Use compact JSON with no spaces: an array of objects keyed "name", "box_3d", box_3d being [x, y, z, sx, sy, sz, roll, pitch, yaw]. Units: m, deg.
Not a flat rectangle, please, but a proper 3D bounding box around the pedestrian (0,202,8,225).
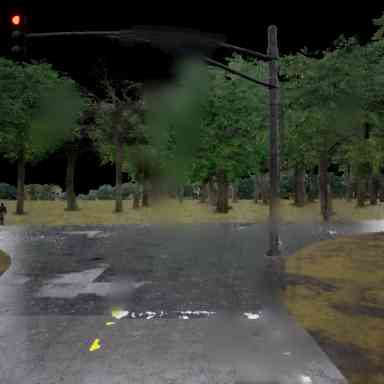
[{"name":"pedestrian","box_3d":[-15.235,1.717,26.785,0.375,1.860,0.375,0,-1,0]}]
